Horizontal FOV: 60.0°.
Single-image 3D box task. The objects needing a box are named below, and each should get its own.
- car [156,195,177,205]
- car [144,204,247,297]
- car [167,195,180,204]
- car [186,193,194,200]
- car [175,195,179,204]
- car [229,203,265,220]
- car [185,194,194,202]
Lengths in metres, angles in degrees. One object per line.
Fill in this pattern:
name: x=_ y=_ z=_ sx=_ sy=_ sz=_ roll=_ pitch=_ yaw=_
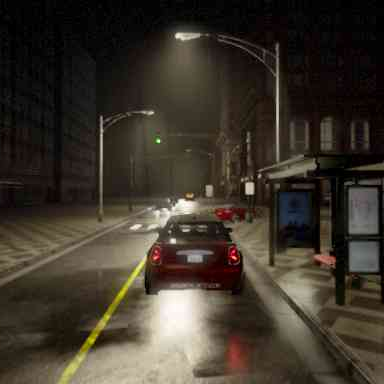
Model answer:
car: x=-3.361 y=1.490 z=41.274 sx=2.033 sy=1.411 sz=5.357 roll=0 pitch=0 yaw=0
car: x=0.045 y=1.349 z=8.771 sx=2.097 sy=1.767 sz=4.553 roll=0 pitch=0 yaw=0
car: x=-3.439 y=1.377 z=61.573 sx=2.128 sy=1.511 sz=4.902 roll=0 pitch=0 yaw=0
car: x=-0.519 y=1.127 z=81.279 sx=1.882 sy=1.535 sz=5.008 roll=0 pitch=0 yaw=0
car: x=-3.418 y=1.408 z=51.219 sx=2.128 sy=1.511 sz=4.902 roll=0 pitch=0 yaw=0
car: x=3.532 y=1.506 z=24.832 sx=4.181 sy=1.385 sz=1.994 roll=0 pitch=-1 yaw=-38
car: x=-0.455 y=1.441 z=71.305 sx=1.895 sy=1.301 sz=4.718 roll=0 pitch=0 yaw=0
